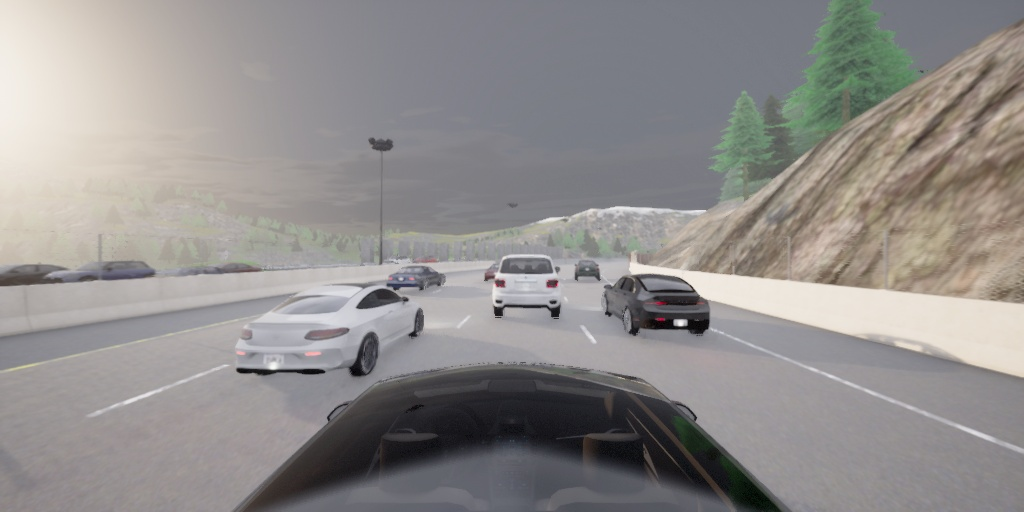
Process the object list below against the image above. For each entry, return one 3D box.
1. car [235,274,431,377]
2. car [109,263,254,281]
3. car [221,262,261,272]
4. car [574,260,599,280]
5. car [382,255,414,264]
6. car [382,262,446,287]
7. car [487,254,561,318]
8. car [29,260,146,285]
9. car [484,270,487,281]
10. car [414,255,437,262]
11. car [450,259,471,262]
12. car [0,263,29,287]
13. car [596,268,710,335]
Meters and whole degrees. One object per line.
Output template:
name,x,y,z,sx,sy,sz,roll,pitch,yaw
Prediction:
car,-3.223,1.266,7.272,1.812,1.442,4.674,0,0,2
car,-16.693,1.250,18.650,2.033,1.411,5.357,0,0,5
car,-19.547,1.170,24.309,1.882,1.535,5.008,0,0,7
car,6.603,1.109,31.693,2.097,1.767,4.553,0,0,10
car,-19.075,0.903,59.338,2.150,2.045,5.566,0,0,18
car,-5.627,1.276,21.621,2.033,1.411,5.357,0,0,7
car,0.601,0.969,13.218,2.150,2.045,5.566,0,0,4
car,-23.486,1.036,20.648,2.097,1.767,4.553,0,0,6
car,-0.930,1.302,29.363,1.994,1.385,4.181,0,0,9
car,-14.862,0.914,60.929,2.150,2.045,5.566,0,0,18
car,-8.127,1.213,58.979,1.837,1.490,4.892,0,0,19
car,-27.098,1.153,19.697,1.882,1.535,5.008,0,0,6
car,3.948,1.262,10.545,1.837,1.490,4.892,0,0,3
